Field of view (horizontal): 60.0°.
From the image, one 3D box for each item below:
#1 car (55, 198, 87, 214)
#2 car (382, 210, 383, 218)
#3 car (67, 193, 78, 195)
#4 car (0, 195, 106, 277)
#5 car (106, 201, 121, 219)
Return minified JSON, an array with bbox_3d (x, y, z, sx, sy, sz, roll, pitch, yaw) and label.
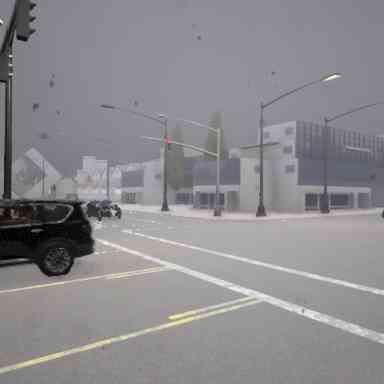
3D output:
[{"bbox_3d":[-13.658,1.504,37.367,2.128,1.511,4.902,1,0,-35],"label":"car"},{"bbox_3d":[19.337,1.765,30.716,4.181,1.385,1.994,0,0,-36],"label":"car"},{"bbox_3d":[-19.805,1.269,54.855,2.150,2.045,5.566,1,-2,-21],"label":"car"},{"bbox_3d":[-5.401,1.221,8.736,5.566,2.045,2.150,0,0,-36],"label":"car"},{"bbox_3d":[-7.756,1.506,28.893,2.128,1.511,4.902,1,0,-35],"label":"car"}]
